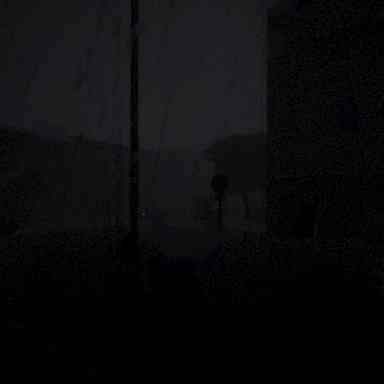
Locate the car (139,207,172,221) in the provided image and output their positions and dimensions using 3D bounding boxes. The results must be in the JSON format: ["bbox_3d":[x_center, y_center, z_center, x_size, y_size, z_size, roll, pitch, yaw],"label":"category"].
[{"bbox_3d":[-4.058,2.440,37.534,1.994,1.385,4.181,0,-2,35],"label":"car"}]

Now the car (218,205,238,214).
[{"bbox_3d":[6.471,3.053,58.758,1.812,1.442,4.674,0,-1,36],"label":"car"}]

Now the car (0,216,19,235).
[{"bbox_3d":[-11.848,1.899,18.754,2.033,1.411,5.357,0,-1,-2],"label":"car"}]
